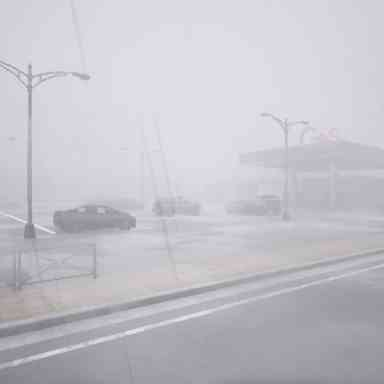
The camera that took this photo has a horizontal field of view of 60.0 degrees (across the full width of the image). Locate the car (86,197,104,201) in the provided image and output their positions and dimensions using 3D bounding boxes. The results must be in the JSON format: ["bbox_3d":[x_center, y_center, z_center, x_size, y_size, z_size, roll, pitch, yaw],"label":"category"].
[{"bbox_3d":[-13.839,1.508,49.079,3.633,1.501,1.845,0,0,-36],"label":"car"}]

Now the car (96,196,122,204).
[{"bbox_3d":[-16.380,1.528,65.696,4.514,1.523,2.007,0,0,-36],"label":"car"}]

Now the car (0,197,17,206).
[{"bbox_3d":[-29.761,1.573,52.416,3.806,1.475,1.970,0,0,-36],"label":"car"}]

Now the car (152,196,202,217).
[{"bbox_3d":[-1.365,1.287,30.399,4.605,1.855,1.932,0,0,-36],"label":"car"}]

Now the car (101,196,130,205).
[{"bbox_3d":[-14.509,1.519,63.177,5.027,1.636,2.152,0,0,-36],"label":"car"}]

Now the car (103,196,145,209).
[{"bbox_3d":[-8.048,1.487,40.935,4.514,1.523,2.007,0,0,-36],"label":"car"}]

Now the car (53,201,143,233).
[{"bbox_3d":[-5.454,1.487,18.923,4.514,1.523,2.007,0,0,-36],"label":"car"}]

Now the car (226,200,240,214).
[{"bbox_3d":[5.502,1.550,35.372,3.806,1.475,1.970,0,0,-36],"label":"car"}]

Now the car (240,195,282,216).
[{"bbox_3d":[6.944,1.266,32.314,3.866,1.878,1.905,0,0,-36],"label":"car"}]
